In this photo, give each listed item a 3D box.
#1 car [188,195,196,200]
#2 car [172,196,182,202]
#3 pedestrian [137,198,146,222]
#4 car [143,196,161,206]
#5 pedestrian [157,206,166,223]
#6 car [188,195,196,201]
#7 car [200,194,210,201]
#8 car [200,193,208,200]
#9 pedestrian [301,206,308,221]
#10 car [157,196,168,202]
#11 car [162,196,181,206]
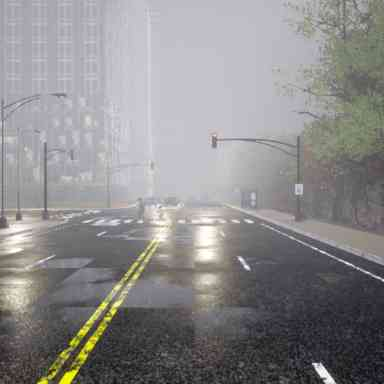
[{"bbox_3d":[0.051,1.487,92.840,2.033,1.411,5.357,0,0,0],"label":"car"},{"bbox_3d":[-3.211,1.525,73.835,1.994,1.385,4.181,0,0,0],"label":"car"},{"bbox_3d":[-3.824,1.288,24.874,0.375,1.860,0.375,0,0,0],"label":"pedestrian"},{"bbox_3d":[-6.557,1.507,53.505,1.812,1.442,4.674,0,0,1],"label":"car"},{"bbox_3d":[-2.236,1.566,24.275,0.375,1.300,0.375,0,0,0],"label":"pedestrian"},{"bbox_3d":[0.046,1.520,82.809,1.994,1.385,4.181,0,0,0],"label":"car"},{"bbox_3d":[3.296,1.322,82.777,2.097,1.767,4.553,0,0,0],"label":"car"},{"bbox_3d":[3.301,1.302,92.808,2.097,1.767,4.553,0,0,0],"label":"car"},{"bbox_3d":[8.046,1.514,23.669,0.500,1.100,0.500,0,0,0],"label":"pedestrian"},{"bbox_3d":[-6.460,1.568,73.235,1.895,1.301,4.718,0,0,0],"label":"car"},{"bbox_3d":[-3.311,1.458,53.797,1.882,1.535,5.008,0,0,0],"label":"car"}]
